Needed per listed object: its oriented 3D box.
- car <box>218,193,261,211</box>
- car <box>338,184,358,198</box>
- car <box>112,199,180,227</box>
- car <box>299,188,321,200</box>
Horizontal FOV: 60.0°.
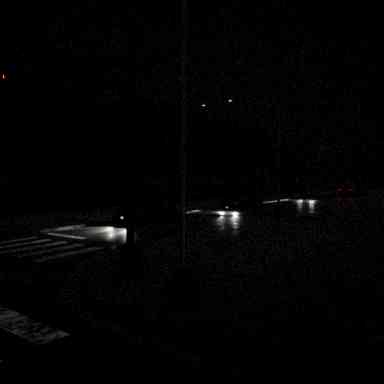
[{"bbox_3d":[4.336,0.793,28.825,2.033,1.411,5.357,0,2,35],"label":"car"},{"bbox_3d":[24.361,-0.220,51.971,2.150,2.045,5.566,0,1,35],"label":"car"},{"bbox_3d":[-2.546,1.117,19.113,1.994,1.385,4.181,0,2,35],"label":"car"},{"bbox_3d":[16.085,0.270,45.278,1.837,1.490,4.892,0,1,36],"label":"car"}]
